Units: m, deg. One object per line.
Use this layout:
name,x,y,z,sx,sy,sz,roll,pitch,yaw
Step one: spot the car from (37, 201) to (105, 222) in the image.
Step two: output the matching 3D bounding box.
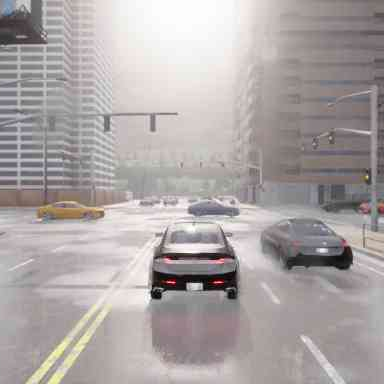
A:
car,-9.369,1.477,25.886,5.008,1.535,1.882,0,0,0

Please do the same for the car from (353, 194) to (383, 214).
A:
car,18.967,1.352,32.960,4.553,1.767,2.097,0,0,0

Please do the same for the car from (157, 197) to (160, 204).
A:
car,-7.152,1.526,63.167,1.812,1.442,4.674,0,0,1

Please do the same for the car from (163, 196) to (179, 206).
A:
car,-3.673,1.491,55.049,2.128,1.511,4.902,0,0,0

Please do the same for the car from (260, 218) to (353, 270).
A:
car,3.563,1.564,11.072,1.994,1.385,4.181,0,0,0

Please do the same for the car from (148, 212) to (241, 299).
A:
car,0.052,1.492,8.420,2.128,1.511,4.902,0,0,0

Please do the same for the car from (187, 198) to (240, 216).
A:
car,1.864,1.525,29.342,4.674,1.442,1.812,0,0,0

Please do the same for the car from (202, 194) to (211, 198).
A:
car,3.382,1.355,76.795,2.097,1.767,4.553,0,0,0

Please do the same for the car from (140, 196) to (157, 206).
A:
car,-7.177,1.526,53.254,1.812,1.442,4.674,0,0,1

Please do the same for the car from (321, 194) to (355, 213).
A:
car,17.141,1.221,36.480,5.566,2.045,2.150,0,0,0

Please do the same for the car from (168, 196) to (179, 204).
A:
car,-3.645,1.505,64.988,1.837,1.490,4.892,0,0,0
